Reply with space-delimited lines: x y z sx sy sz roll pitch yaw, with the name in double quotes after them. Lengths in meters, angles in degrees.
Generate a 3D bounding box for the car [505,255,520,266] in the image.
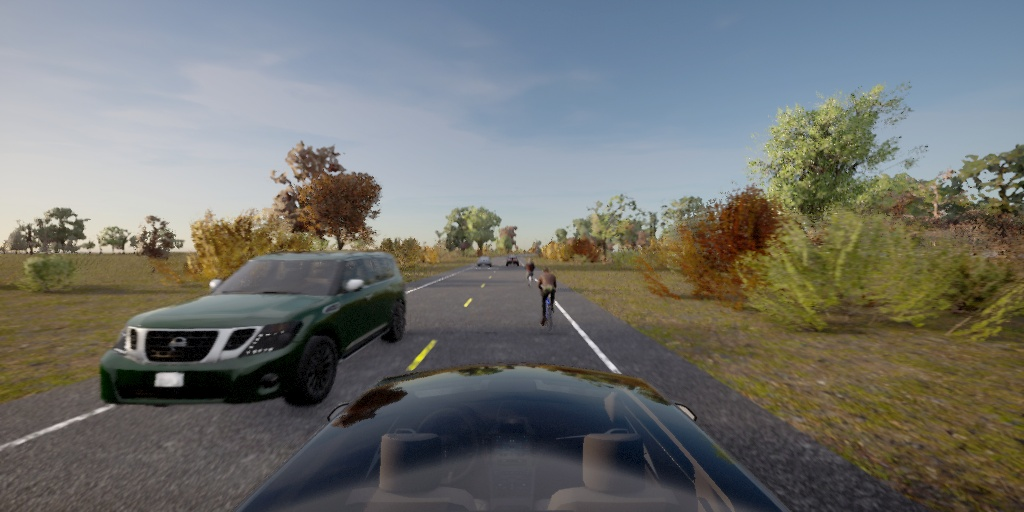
0.084 0.682 53.825 1.837 1.490 4.892 0 1 0 "car"

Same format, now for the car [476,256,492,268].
-3.586 0.778 47.447 1.812 1.442 4.674 0 1 0 "car"

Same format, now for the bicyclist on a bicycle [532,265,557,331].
0.964 1.122 9.681 0.582 1.620 1.656 0 0 0 "bicyclist on a bicycle"

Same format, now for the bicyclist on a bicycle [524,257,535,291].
0.962 0.937 19.352 0.659 1.776 1.843 0 1 0 "bicyclist on a bicycle"

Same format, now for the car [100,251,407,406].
-3.599 0.923 6.528 2.150 2.045 5.566 0 1 0 "car"
